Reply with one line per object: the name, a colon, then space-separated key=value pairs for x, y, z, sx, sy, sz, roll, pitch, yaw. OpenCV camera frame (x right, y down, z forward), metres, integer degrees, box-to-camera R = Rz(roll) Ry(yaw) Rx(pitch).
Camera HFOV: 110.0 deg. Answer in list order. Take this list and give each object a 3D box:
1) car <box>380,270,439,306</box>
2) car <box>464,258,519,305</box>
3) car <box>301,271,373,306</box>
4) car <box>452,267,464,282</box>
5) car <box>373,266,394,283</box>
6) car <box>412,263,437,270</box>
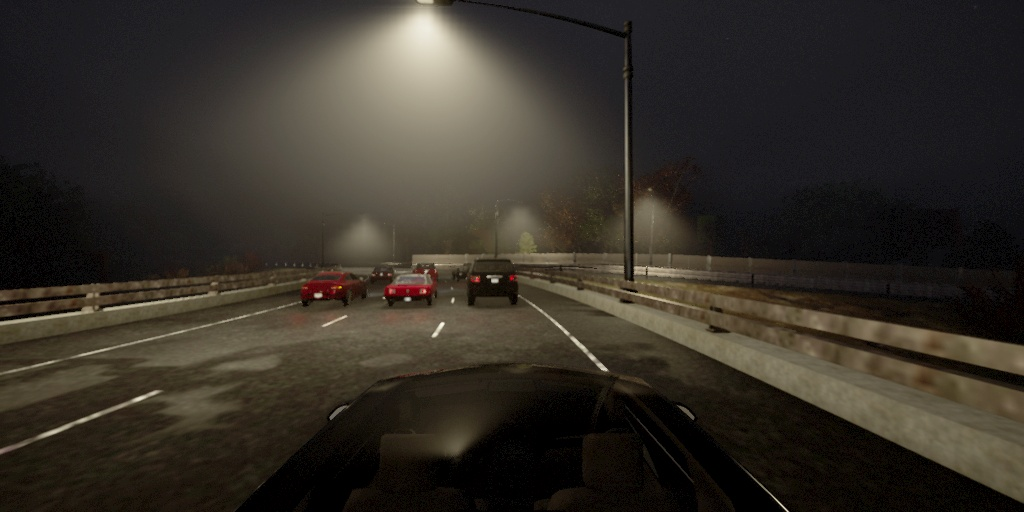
car: x=-4.539 y=1.491 z=16.767 sx=1.895 sy=1.301 sz=4.718 roll=0 pitch=0 yaw=-8
car: x=-1.056 y=1.109 z=17.151 sx=2.150 sy=2.045 sz=5.566 roll=0 pitch=0 yaw=-8
car: x=-8.051 y=1.415 z=16.567 sx=1.812 sy=1.442 sz=4.674 roll=0 pitch=0 yaw=-8
car: x=-4.434 y=1.642 z=33.115 sx=1.895 sy=1.301 sz=4.718 roll=0 pitch=-1 yaw=-16
car: x=-11.133 y=1.572 z=31.087 sx=2.033 sy=1.411 sz=5.357 roll=0 pitch=-1 yaw=-16
car: x=-7.795 y=1.383 z=32.136 sx=2.097 sy=1.767 sz=4.553 roll=0 pitch=-1 yaw=-16
